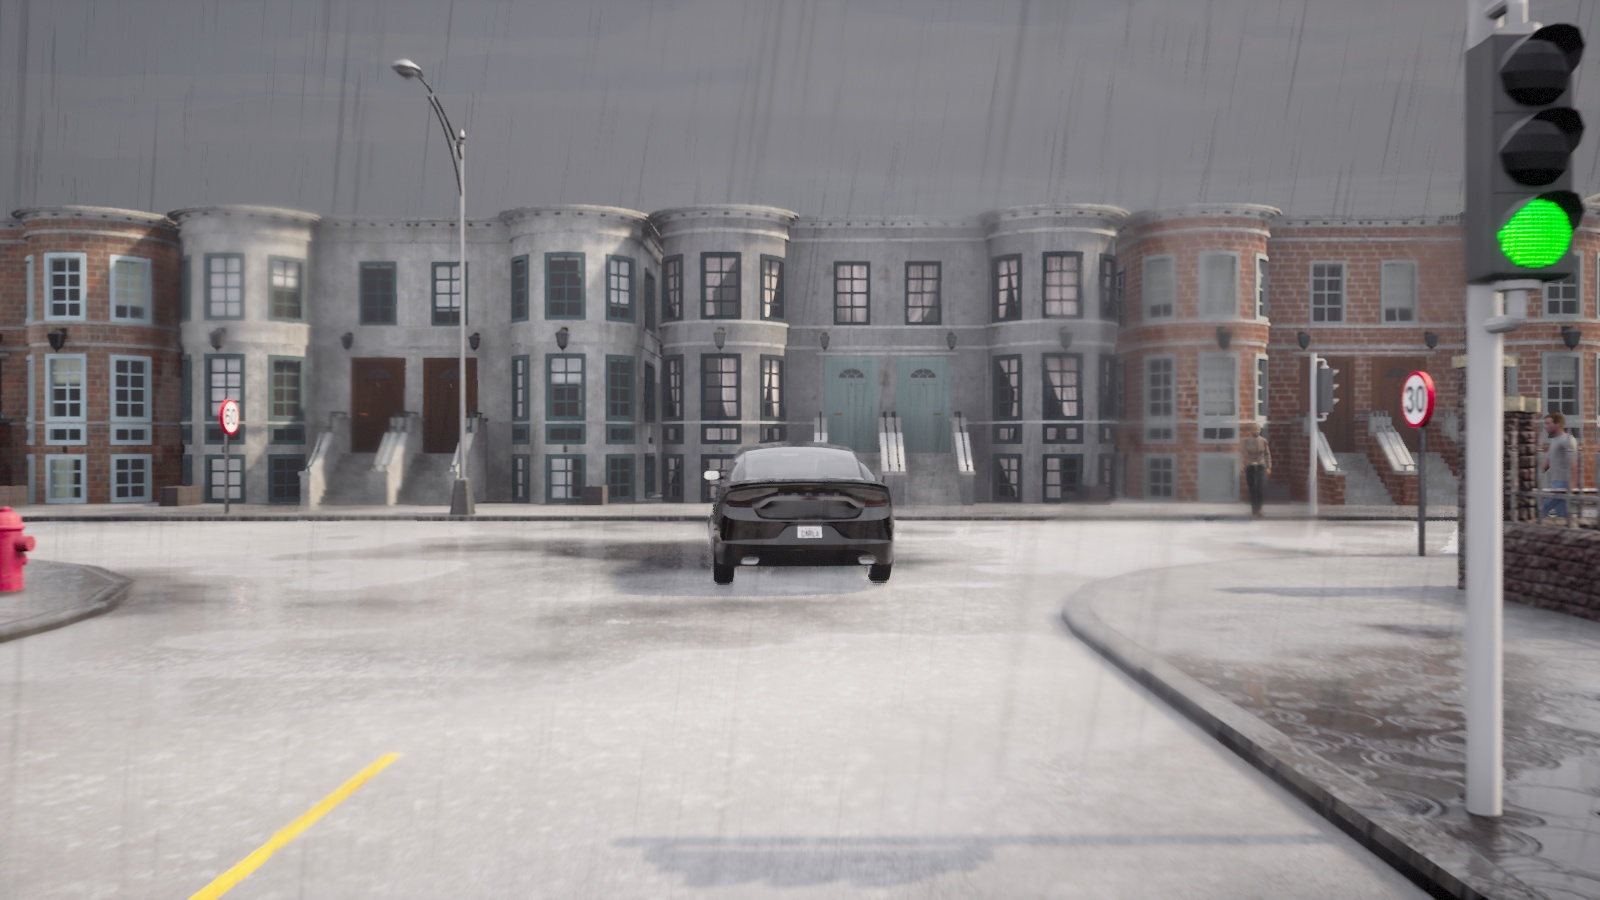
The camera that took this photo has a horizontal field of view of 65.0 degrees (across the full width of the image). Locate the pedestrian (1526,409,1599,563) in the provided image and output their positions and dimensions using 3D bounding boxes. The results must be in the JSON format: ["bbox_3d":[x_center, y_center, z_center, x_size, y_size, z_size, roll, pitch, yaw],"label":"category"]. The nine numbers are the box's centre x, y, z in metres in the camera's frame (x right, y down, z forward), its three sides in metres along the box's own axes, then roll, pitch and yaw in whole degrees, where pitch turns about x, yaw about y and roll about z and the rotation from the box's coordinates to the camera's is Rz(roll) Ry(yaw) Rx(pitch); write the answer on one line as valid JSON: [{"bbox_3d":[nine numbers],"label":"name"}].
[{"bbox_3d":[9.274,0.431,15.277,0.706,1.836,0.354,0,0,18],"label":"pedestrian"}]

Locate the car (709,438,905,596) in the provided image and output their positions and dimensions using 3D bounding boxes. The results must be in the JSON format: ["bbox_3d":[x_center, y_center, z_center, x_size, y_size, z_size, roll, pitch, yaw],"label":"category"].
[{"bbox_3d":[-0.105,0.640,14.787,1.882,1.535,5.008,0,0,-5],"label":"car"}]

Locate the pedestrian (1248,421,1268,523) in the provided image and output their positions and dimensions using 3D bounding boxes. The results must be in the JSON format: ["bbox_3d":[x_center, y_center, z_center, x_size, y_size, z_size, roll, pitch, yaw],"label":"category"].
[{"bbox_3d":[8.424,0.393,23.102,0.331,1.846,0.634,0,0,19],"label":"pedestrian"}]
